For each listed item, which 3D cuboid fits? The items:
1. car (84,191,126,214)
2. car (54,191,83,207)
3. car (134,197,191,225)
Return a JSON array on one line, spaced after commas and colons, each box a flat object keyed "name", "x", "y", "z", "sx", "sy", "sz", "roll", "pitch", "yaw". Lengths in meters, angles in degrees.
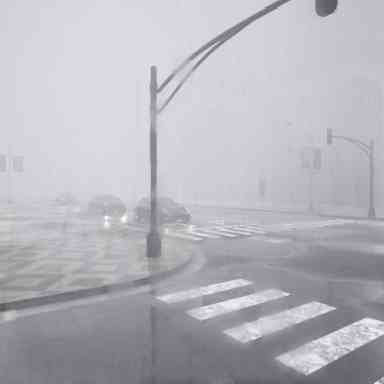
[{"name": "car", "x": -7.600, "y": 0.976, "z": 29.543, "sx": 2.097, "sy": 1.767, "sz": 4.553, "roll": 0, "pitch": 1, "yaw": -36}, {"name": "car", "x": -15.089, "y": 0.790, "z": 39.955, "sx": 2.097, "sy": 1.767, "sz": 4.553, "roll": 0, "pitch": 1, "yaw": -35}, {"name": "car", "x": -2.019, "y": 1.111, "z": 21.775, "sx": 2.097, "sy": 1.767, "sz": 4.553, "roll": 0, "pitch": 1, "yaw": -35}]
